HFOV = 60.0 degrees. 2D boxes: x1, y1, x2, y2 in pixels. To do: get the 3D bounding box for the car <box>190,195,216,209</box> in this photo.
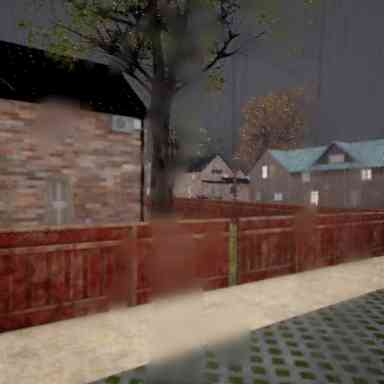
[{"bbox_3d":[1.017,1.107,34.579,1.812,1.442,4.674,0,1,-36],"label":"car"}]
